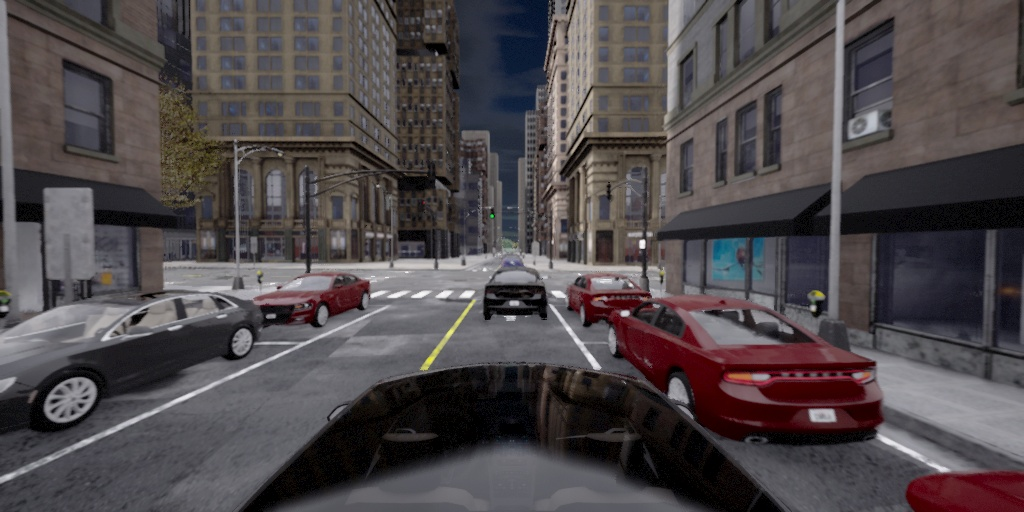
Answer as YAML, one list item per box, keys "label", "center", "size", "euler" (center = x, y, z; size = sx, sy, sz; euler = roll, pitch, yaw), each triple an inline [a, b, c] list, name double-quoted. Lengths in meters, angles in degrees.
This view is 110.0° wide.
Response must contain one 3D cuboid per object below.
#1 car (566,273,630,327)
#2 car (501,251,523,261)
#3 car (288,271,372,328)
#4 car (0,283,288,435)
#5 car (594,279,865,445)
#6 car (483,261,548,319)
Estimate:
- label: "car"
  center: [2.728, 1.173, 10.915]
  size: [1.888, 1.381, 4.507]
  euler: [0, 0, 0]
- label: "car"
  center: [-0.014, 0.606, 34.828]
  size: [2.097, 1.767, 4.553]
  euler: [1, 0, 0]
- label: "car"
  center: [-5.797, 1.174, 10.884]
  size: [1.888, 1.381, 4.507]
  euler: [0, 0, 0]
- label: "car"
  center: [-5.777, 1.252, 5.379]
  size: [2.007, 1.370, 4.403]
  euler: [0, 0, 0]
- label: "car"
  center: [2.749, 1.246, 5.410]
  size: [1.888, 1.381, 4.507]
  euler: [0, 0, 0]
- label: "car"
  center: [0.202, 1.090, 12.116]
  size: [1.882, 1.535, 5.008]
  euler: [0, 1, 3]
